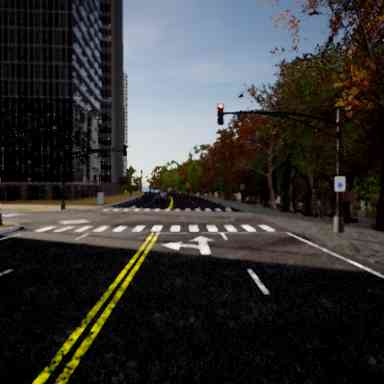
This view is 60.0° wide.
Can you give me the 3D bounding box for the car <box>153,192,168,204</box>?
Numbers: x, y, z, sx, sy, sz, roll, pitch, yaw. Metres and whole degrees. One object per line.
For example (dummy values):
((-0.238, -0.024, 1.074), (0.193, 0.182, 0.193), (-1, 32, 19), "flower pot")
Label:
((-4.443, 1.002, 47.055), (1.895, 1.301, 4.718), (0, 1, -3), "car")
